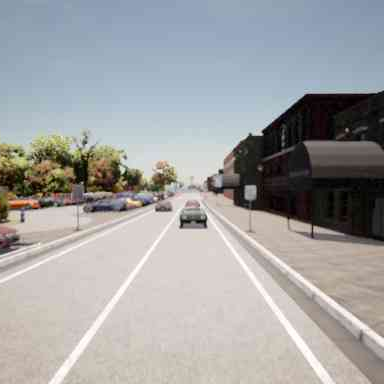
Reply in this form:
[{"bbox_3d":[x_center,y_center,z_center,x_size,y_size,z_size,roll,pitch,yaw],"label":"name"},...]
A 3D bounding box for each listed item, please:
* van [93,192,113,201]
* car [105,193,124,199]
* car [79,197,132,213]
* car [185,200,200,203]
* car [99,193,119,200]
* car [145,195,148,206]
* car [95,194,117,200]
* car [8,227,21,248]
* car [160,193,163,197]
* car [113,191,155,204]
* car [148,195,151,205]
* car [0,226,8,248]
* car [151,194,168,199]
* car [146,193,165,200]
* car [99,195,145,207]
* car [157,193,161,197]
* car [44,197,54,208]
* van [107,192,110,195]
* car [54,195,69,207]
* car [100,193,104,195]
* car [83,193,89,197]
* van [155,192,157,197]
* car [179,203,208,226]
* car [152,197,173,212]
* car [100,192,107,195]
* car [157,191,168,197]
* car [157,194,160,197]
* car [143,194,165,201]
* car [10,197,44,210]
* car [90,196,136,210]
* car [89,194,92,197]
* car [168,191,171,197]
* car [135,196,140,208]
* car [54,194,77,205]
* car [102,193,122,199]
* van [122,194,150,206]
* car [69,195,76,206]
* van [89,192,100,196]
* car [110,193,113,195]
[{"bbox_3d":[-21.826,1.092,81.729,4.442,1.987,1.878,0,1,0],"label":"van"},{"bbox_3d":[-21.648,1.153,92.898,5.008,1.535,2.097,0,1,0],"label":"car"},{"bbox_3d":[-9.439,1.539,36.488,4.792,1.488,2.163,0,0,0],"label":"car"},{"bbox_3d":[0.097,1.674,41.772,1.994,1.385,4.181,0,0,0],"label":"car"},{"bbox_3d":[-21.708,1.111,87.250,4.553,1.767,2.185,0,1,0],"label":"car"},{"bbox_3d":[-9.337,1.541,47.792,5.008,1.535,2.097,0,0,0],"label":"car"},{"bbox_3d":[-21.699,1.278,84.428,5.008,1.535,2.097,0,1,0],"label":"car"},{"bbox_3d":[-9.310,1.633,13.152,4.674,1.452,2.002,-1,0,1],"label":"car"},{"bbox_3d":[-9.203,1.484,70.417,5.008,1.535,2.097,0,1,0],"label":"car"},{"bbox_3d":[-9.281,1.307,53.443,5.566,2.045,2.435,0,0,0],"label":"car"},{"bbox_3d":[-9.331,1.550,50.617,5.008,1.535,2.097,0,0,0],"label":"car"},{"bbox_3d":[-9.118,1.577,10.510,5.366,1.575,1.946,0,0,0],"label":"car"},{"bbox_3d":[-9.072,1.190,93.021,4.674,1.452,2.002,0,1,0],"label":"car"},{"bbox_3d":[-9.156,1.150,84.543,4.553,1.767,2.185,0,1,0],"label":"car"},{"bbox_3d":[-9.545,1.530,44.967,5.366,1.575,1.946,0,0,0],"label":"car"},{"bbox_3d":[-9.222,1.565,67.593,4.674,1.452,2.002,0,1,0],"label":"car"},{"bbox_3d":[-21.934,1.532,44.879,5.008,1.535,2.097,0,0,0],"label":"car"},{"bbox_3d":[-21.863,1.175,76.079,4.442,1.987,1.878,0,1,0],"label":"van"},{"bbox_3d":[-21.910,1.550,50.651,4.892,1.521,2.231,0,0,0],"label":"car"},{"bbox_3d":[-21.812,1.514,70.439,4.792,1.488,2.163,0,1,0],"label":"car"},{"bbox_3d":[-21.824,1.322,58.997,5.566,2.045,2.435,0,0,0],"label":"car"},{"bbox_3d":[-9.376,1.353,61.800,4.442,1.987,1.878,0,0,0],"label":"van"},{"bbox_3d":[0.094,1.694,23.900,1.895,1.301,4.718,0,0,0],"label":"car"},{"bbox_3d":[-3.344,1.675,40.213,1.994,1.385,4.181,0,0,0],"label":"car"},{"bbox_3d":[-21.732,1.319,73.133,4.553,1.767,2.185,0,1,0],"label":"car"},{"bbox_3d":[-9.186,1.107,78.890,5.566,2.045,2.435,0,1,0],"label":"car"},{"bbox_3d":[-9.244,1.602,64.758,4.674,1.452,2.002,0,1,0],"label":"car"},{"bbox_3d":[-9.327,1.314,81.720,5.366,1.575,1.946,0,1,0],"label":"car"},{"bbox_3d":[-21.924,1.399,42.179,4.553,1.767,2.185,0,0,0],"label":"car"},{"bbox_3d":[-9.395,1.557,39.314,4.674,1.452,2.002,0,0,0],"label":"car"},{"bbox_3d":[-21.829,1.578,61.831,5.008,1.535,2.097,0,0,0],"label":"car"},{"bbox_3d":[-8.922,1.231,87.368,5.366,1.575,1.946,0,1,0],"label":"car"},{"bbox_3d":[-9.379,1.565,42.140,4.674,1.452,2.002,0,0,0],"label":"car"},{"bbox_3d":[-21.840,1.595,56.173,4.792,1.488,2.163,0,0,0],"label":"car"},{"bbox_3d":[-21.655,1.194,90.074,5.008,1.535,2.097,0,1,0],"label":"car"},{"bbox_3d":[-9.409,1.340,56.270,4.442,1.987,1.878,0,0,0],"label":"van"},{"bbox_3d":[-21.857,1.587,53.349,4.792,1.488,2.163,0,0,0],"label":"car"},{"bbox_3d":[-21.679,1.300,67.608,4.442,1.987,1.878,0,1,0],"label":"van"},{"bbox_3d":[-21.734,1.360,78.906,4.892,1.521,2.231,0,1,0],"label":"car"}]
